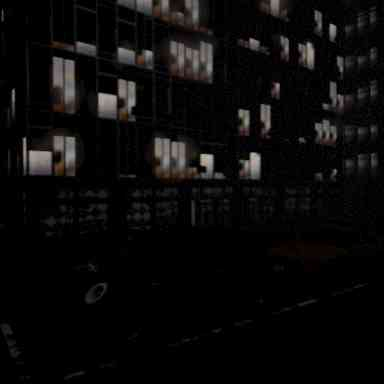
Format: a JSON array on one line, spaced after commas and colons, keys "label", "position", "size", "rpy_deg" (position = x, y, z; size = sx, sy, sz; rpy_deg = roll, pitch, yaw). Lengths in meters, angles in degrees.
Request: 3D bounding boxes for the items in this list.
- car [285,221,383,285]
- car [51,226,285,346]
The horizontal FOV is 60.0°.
[{"label": "car", "position": [4.066, 1.535, 9.467], "size": [4.829, 1.417, 1.752], "rpy_deg": [0, -1, -35]}, {"label": "car", "position": [-0.424, 1.444, 6.267], "size": [4.097, 1.590, 1.967], "rpy_deg": [0, -1, -35]}]
